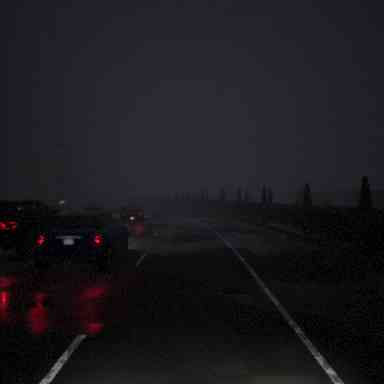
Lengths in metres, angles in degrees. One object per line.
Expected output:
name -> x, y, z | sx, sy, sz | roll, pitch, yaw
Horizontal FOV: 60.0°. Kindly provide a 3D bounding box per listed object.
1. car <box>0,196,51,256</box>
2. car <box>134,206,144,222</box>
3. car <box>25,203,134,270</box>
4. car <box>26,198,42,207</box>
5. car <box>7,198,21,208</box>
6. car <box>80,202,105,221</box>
car -> -7.040, 1.316, 13.639 | 2.150, 2.045, 5.566 | 0, 0, -2
car -> -5.088, 1.795, 28.363 | 1.895, 1.301, 4.718 | 0, 0, -10
car -> -3.502, 1.430, 11.425 | 2.097, 1.767, 4.553 | 0, 0, -1
car -> -29.689, 1.925, 62.491 | 2.128, 1.511, 4.902 | 0, 0, -34
car -> -31.511, 1.900, 58.824 | 2.128, 1.511, 4.902 | 0, 0, -30
car -> -9.148, 1.738, 30.905 | 1.812, 1.442, 4.674 | 0, 0, -12
